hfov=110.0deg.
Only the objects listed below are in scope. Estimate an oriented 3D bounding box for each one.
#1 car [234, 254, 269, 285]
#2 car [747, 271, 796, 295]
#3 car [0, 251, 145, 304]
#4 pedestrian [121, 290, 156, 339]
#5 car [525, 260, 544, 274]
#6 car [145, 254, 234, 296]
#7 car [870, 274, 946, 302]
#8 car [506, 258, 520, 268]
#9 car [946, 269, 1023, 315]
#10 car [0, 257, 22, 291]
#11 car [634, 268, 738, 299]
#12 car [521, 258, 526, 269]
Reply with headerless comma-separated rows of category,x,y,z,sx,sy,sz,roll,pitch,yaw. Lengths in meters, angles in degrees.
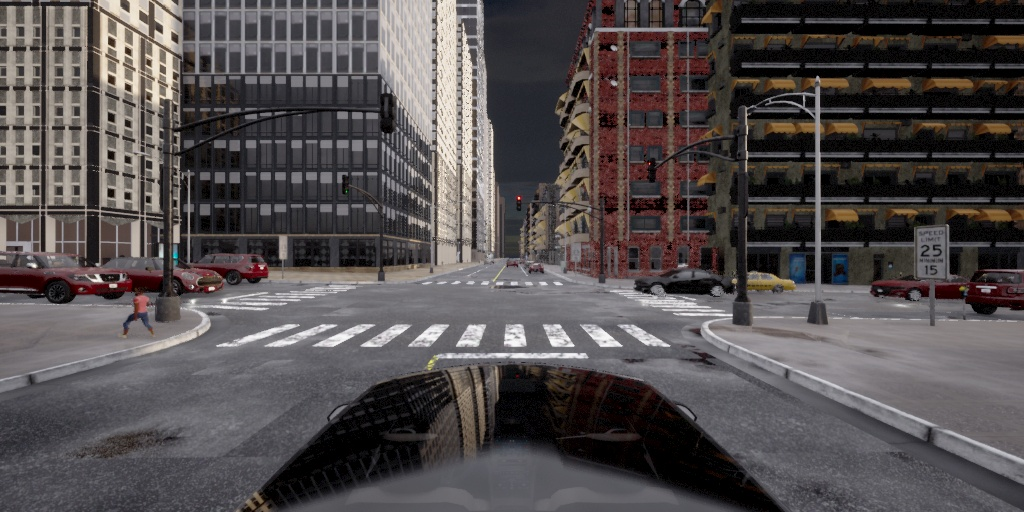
car,-17.684,0.776,21.863,5.009,1.841,2.192,0,0,0
car,14.657,1.587,22.103,4.829,1.417,1.751,0,0,0
car,-17.560,0.757,13.484,5.009,1.841,2.192,0,0,0
pedestrian,-8.233,0.891,7.953,0.375,1.860,0.375,0,0,0
car,2.793,1.341,41.816,1.802,1.307,4.207,0,0,0
car,-15.724,0.835,16.089,4.553,1.767,2.097,1,0,0
car,22.578,1.674,19.573,5.008,1.535,1.882,1,0,0
car,0.082,1.125,63.972,2.097,1.767,4.553,0,0,0
car,20.614,1.461,13.799,5.009,1.841,2.192,0,0,0
car,-25.715,0.774,16.016,5.008,1.535,1.882,1,0,-1
car,9.335,1.432,19.672,5.008,1.535,1.882,1,0,4
car,2.760,1.317,54.733,2.007,1.370,4.403,0,0,0
